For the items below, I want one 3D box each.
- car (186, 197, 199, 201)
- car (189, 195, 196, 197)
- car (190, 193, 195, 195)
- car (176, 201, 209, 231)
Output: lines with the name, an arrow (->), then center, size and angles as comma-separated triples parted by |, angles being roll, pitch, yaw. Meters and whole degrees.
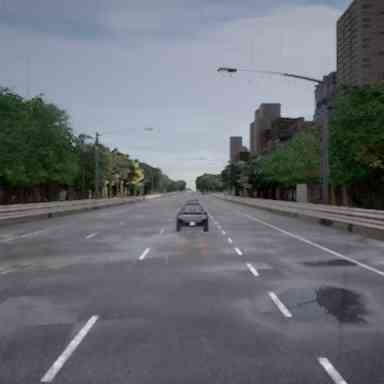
car -> 0.050, 1.557, 35.809 | 2.128, 1.511, 4.902 | 0, 0, 0
car -> 0.075, 1.604, 53.810 | 1.837, 1.490, 4.892 | 0, 0, 0
car -> 0.114, 1.613, 79.826 | 1.837, 1.490, 4.892 | 0, 0, 0
car -> 0.028, 1.520, 20.672 | 2.128, 1.511, 4.902 | 0, 0, 0
